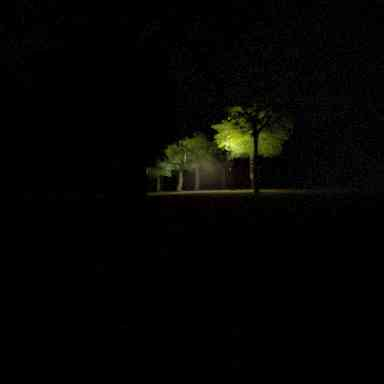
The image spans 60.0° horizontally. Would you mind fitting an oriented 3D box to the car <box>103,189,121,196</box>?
[{"bbox_3d":[-15.322,0.114,67.433,2.033,1.411,5.357,-1,1,38],"label":"car"}]
